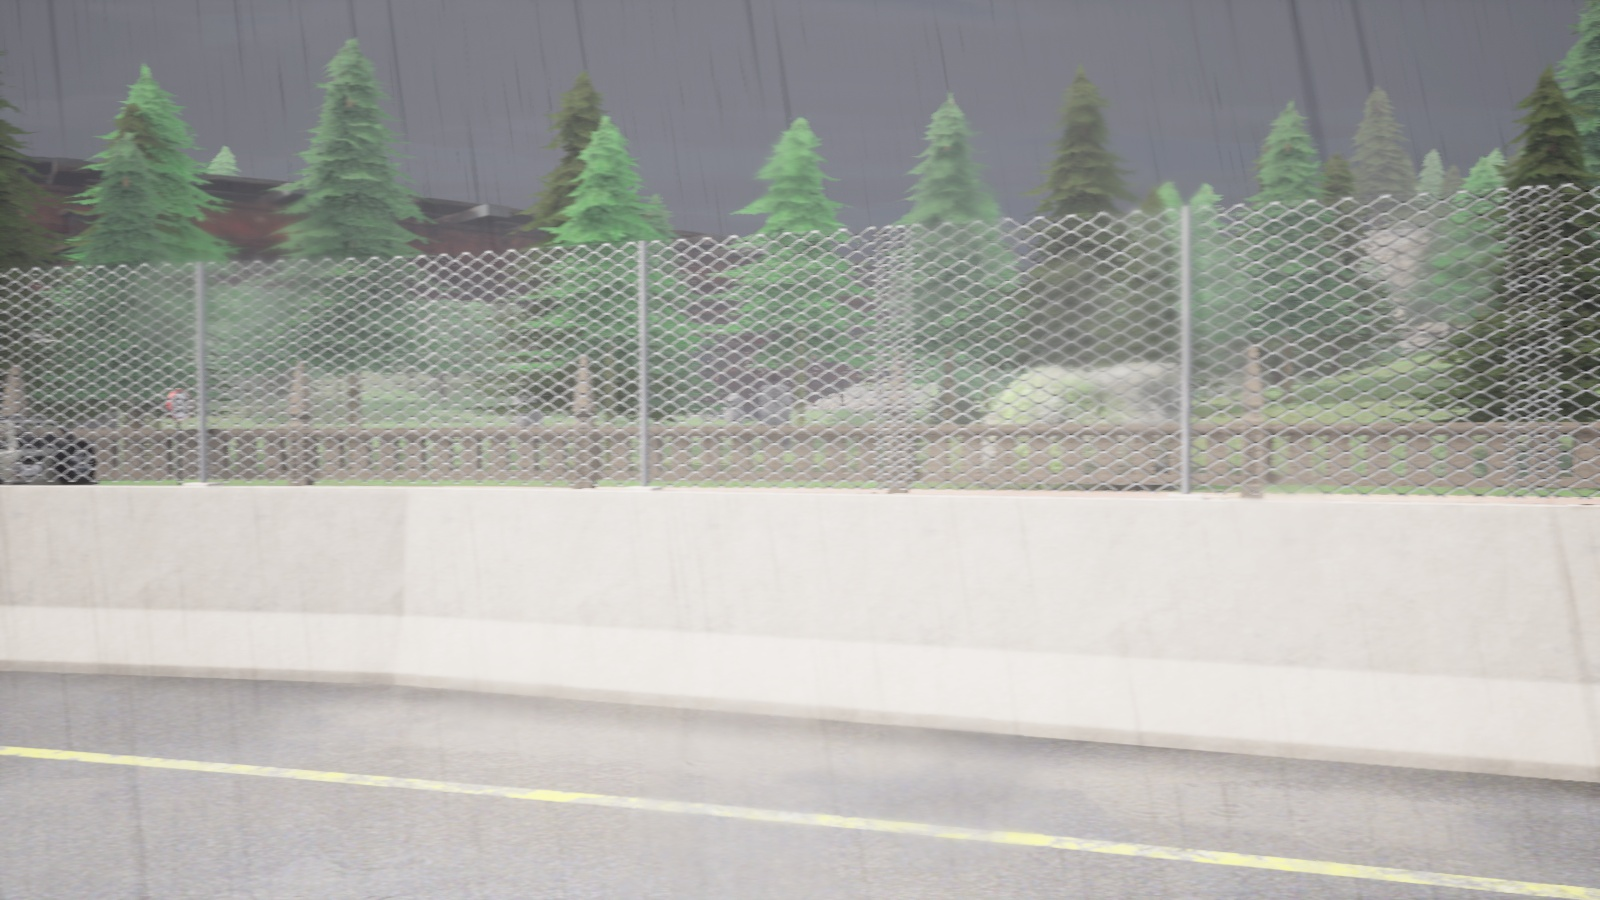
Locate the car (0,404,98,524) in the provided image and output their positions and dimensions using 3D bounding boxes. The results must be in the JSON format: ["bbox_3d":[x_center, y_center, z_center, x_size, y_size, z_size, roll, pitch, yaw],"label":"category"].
[{"bbox_3d":[-14.306,0.192,20.621,4.605,1.855,1.932,0,1,8],"label":"car"}]
